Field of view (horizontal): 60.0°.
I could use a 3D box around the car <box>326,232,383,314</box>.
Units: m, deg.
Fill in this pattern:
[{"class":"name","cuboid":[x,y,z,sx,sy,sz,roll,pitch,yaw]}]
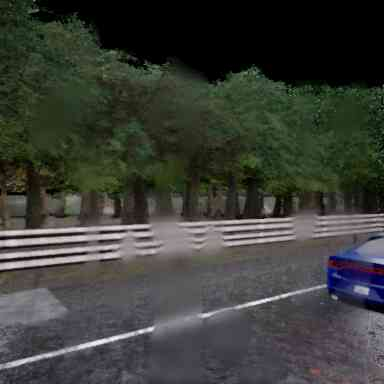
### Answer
[{"class":"car","cuboid":[5.000,1.598,7.250,5.008,1.535,1.882,1,-1,-35]}]
